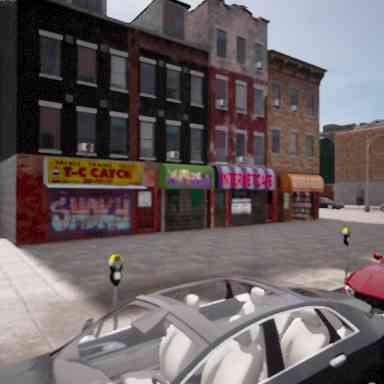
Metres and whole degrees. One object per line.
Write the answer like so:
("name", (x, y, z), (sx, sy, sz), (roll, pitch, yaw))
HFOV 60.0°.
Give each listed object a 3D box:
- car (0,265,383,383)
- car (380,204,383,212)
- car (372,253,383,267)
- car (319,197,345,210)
("car", (0.055, 1.549, 2.842), (4.403, 1.369, 2.008), (0, 0, -35))
("car", (20.504, 1.464, 32.008), (1.994, 1.385, 4.181), (0, 0, -36))
("car", (4.531, 1.540, 6.028), (4.507, 1.381, 1.887), (0, 0, -35))
("car", (15.394, 1.342, 39.112), (1.837, 1.490, 4.892), (0, 0, -36))
